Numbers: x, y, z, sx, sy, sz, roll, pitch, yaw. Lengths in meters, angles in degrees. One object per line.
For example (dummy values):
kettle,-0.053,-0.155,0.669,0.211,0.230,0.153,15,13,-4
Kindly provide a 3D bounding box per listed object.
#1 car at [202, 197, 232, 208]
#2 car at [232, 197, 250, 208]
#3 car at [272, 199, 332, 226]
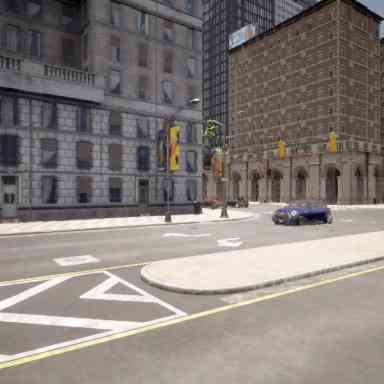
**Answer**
car,3.039,1.526,46.977,1.812,1.442,4.674,0,0,-35
car,6.246,1.505,48.495,1.837,1.490,4.892,0,0,-35
car,7.737,1.352,23.346,4.553,1.767,2.097,0,0,-35
